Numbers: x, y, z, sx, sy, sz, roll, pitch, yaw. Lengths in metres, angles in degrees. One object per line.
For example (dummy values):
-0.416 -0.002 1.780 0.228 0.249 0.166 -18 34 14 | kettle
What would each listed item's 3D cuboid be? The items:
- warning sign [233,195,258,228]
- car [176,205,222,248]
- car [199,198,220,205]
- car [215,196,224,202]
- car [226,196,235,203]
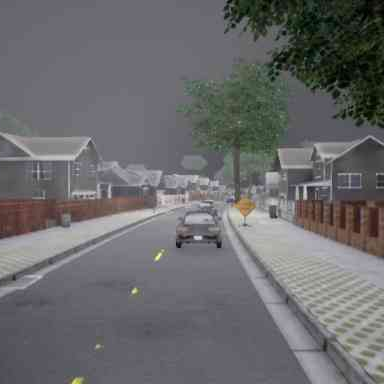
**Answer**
3.124 1.112 19.549 1.300 1.860 1.060 0 0 3 | warning sign
0.334 1.530 14.572 1.812 1.442 4.674 0 0 3 | car
1.337 1.533 29.477 1.812 1.442 4.674 0 0 5 | car
6.280 1.584 77.275 1.994 1.385 4.181 0 0 12 | car
8.236 1.598 68.810 1.812 1.442 4.674 0 0 12 | car
